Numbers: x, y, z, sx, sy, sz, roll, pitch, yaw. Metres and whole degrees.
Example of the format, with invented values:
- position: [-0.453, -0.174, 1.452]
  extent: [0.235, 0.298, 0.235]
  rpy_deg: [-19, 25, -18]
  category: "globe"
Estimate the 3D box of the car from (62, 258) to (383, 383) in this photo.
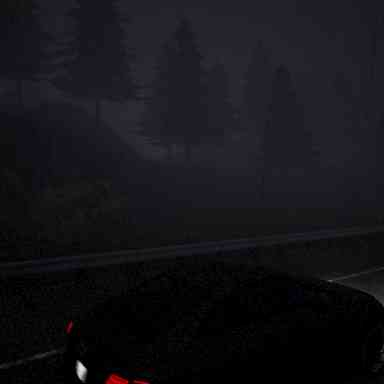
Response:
- position: [0.648, 1.561, 4.128]
  extent: [4.181, 1.385, 1.994]
  rpy_deg: [0, 0, -35]
  category: "car"
